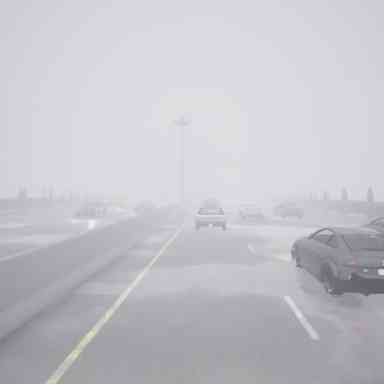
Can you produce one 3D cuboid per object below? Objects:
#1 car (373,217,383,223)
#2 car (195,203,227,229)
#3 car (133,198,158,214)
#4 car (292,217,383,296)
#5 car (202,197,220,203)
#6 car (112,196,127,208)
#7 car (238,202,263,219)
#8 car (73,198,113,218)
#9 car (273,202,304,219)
[{"bbox_3d":[7.731,1.612,12.592,1.994,1.385,4.181,0,0,3],"label":"car"},{"bbox_3d":[1.225,1.635,21.728,1.895,1.301,4.718,0,0,3],"label":"car"},{"bbox_3d":[-5.116,1.571,36.661,1.812,1.442,4.674,0,0,3],"label":"car"},{"bbox_3d":[4.026,1.590,8.705,1.994,1.385,4.181,0,0,3],"label":"car"},{"bbox_3d":[2.304,1.444,40.394,2.097,1.767,4.553,0,0,3],"label":"car"},{"bbox_3d":[-11.324,1.420,50.187,2.097,1.767,4.553,0,0,4],"label":"car"},{"bbox_3d":[5.168,1.597,29.513,1.812,1.442,4.674,0,0,3],"label":"car"},{"bbox_3d":[-9.009,1.511,30.017,1.837,1.490,4.892,0,0,3],"label":"car"},{"bbox_3d":[8.736,1.637,30.370,2.033,1.411,5.357,0,0,3],"label":"car"}]
